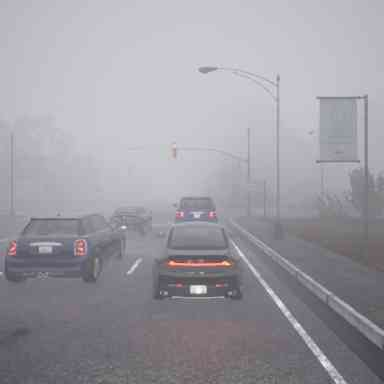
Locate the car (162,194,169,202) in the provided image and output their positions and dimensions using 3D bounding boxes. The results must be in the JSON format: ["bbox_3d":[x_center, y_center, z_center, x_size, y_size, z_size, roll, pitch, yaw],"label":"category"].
[{"bbox_3d":[-6.840,1.534,73.529,2.033,1.411,5.357,0,0,0],"label":"car"}]

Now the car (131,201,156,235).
[{"bbox_3d":[-3.360,1.503,18.774,1.837,1.490,4.892,0,0,0],"label":"car"}]

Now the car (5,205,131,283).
[{"bbox_3d":[-3.379,1.352,9.814,2.097,1.767,4.553,0,0,0],"label":"car"}]

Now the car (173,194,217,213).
[{"bbox_3d":[0.163,1.220,18.248,2.150,2.045,5.566,0,0,-2],"label":"car"}]

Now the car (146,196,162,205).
[{"bbox_3d":[-6.947,1.521,58.480,1.812,1.442,4.674,0,0,0],"label":"car"}]

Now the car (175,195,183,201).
[{"bbox_3d":[-3.312,1.464,85.958,1.882,1.535,5.008,0,0,0],"label":"car"}]

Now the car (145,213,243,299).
[{"bbox_3d":[0.118,1.504,8.400,1.837,1.490,4.892,0,0,0],"label":"car"}]

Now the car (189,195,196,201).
[{"bbox_3d":[0.187,1.464,85.950,1.882,1.535,5.008,0,0,0],"label":"car"}]

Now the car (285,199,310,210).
[{"bbox_3d":[14.617,1.543,42.146,5.357,1.411,2.033,0,0,3],"label":"car"}]

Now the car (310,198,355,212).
[{"bbox_3d":[16.746,1.501,38.513,4.892,1.490,1.837,0,0,3],"label":"car"}]
